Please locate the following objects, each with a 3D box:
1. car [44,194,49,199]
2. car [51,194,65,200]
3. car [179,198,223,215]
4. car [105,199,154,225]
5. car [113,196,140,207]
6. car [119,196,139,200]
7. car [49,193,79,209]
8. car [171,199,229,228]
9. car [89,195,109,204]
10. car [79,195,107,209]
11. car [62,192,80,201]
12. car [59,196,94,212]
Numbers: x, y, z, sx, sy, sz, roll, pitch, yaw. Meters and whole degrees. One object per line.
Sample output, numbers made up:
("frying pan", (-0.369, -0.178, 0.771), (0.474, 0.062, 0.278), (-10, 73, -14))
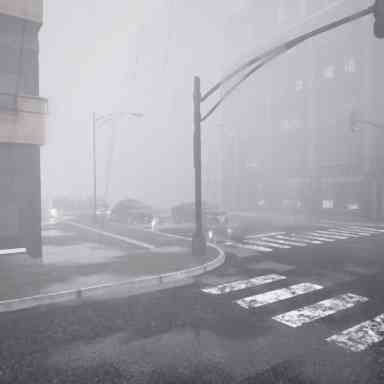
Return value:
("car", (-34.982, 1.075, 83.346), (1.752, 1.417, 4.829), (-1, 1, -35))
("car", (-31.651, 1.124, 78.535), (2.008, 1.369, 4.403), (-1, 1, -35))
("car", (0.782, 1.360, 31.879), (1.887, 1.381, 4.507), (-1, 1, -35))
("car", (-4.390, 1.509, 24.221), (1.887, 1.381, 4.507), (-1, 1, -35))
("car", (-9.103, 1.266, 45.971), (1.752, 1.417, 4.829), (-1, 1, -35))
("car", (-5.467, 1.374, 30.548), (1.882, 1.535, 5.008), (-1, 1, -35))
("car", (-15.894, 1.313, 41.059), (1.967, 1.590, 4.097), (-1, 1, -35))
("car", (0.419, 1.434, 22.043), (2.128, 1.511, 4.902), (-1, 1, -35))
("car", (-15.573, 1.217, 55.315), (1.752, 1.417, 4.829), (-1, 1, -35))
("car", (-11.470, 1.397, 39.230), (2.033, 1.411, 5.357), (-1, 1, -35))
("car", (-25.183, 0.935, 69.189), (2.192, 1.841, 5.009), (-1, 1, -35))
("car", (-12.658, 1.448, 36.388), (2.008, 1.369, 4.403), (-1, 1, -35))
